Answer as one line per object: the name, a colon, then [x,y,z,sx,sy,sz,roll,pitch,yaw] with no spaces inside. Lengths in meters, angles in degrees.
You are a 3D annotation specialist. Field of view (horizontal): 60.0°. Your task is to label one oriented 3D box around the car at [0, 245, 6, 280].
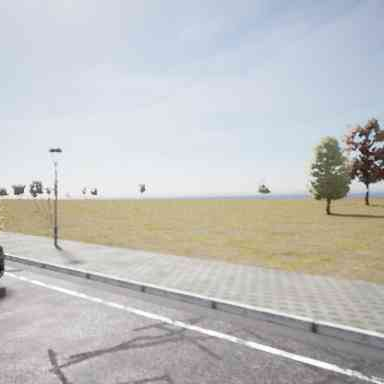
car: [-6.599,1.550,8.486,4.892,1.490,1.837,-1,-1,36]
